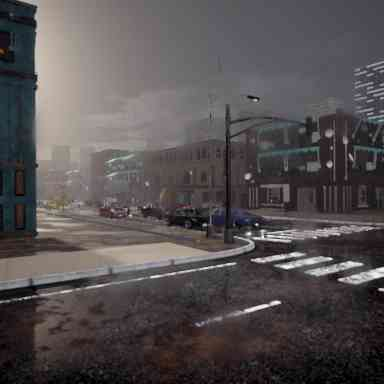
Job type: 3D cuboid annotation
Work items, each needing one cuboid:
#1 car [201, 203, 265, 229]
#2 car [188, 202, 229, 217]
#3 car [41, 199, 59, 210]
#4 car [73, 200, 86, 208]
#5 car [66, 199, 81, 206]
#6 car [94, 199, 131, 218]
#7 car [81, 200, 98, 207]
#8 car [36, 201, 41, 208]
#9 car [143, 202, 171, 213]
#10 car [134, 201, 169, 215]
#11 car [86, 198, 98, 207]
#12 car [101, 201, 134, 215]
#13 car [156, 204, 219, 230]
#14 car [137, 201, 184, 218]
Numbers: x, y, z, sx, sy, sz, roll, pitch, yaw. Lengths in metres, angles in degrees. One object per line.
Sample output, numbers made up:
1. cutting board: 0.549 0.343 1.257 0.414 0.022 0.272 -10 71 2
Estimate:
1. car: 2.746 1.779 23.954 2.033 1.411 5.357 -1 0 -34
2. car: 1.684 1.850 35.483 2.008 1.369 4.403 -1 0 -35
3. car: -24.269 2.257 57.580 1.752 1.417 4.829 -1 0 -35
4. car: -22.377 2.262 64.941 1.812 1.442 4.674 -1 -1 -35
5. car: -27.141 2.404 76.113 1.947 1.339 4.313 -1 0 -35
6. car: -8.355 1.871 35.147 1.967 1.590 4.097 -1 0 -35
7. car: -20.736 2.267 67.084 1.887 1.381 4.507 -1 0 -35
8. car: -30.773 2.400 66.748 2.008 1.369 4.403 -1 0 -35
9. car: -4.720 2.006 44.512 1.802 1.307 4.206 -1 0 -35
10. car: -5.023 1.902 40.469 2.128 1.511 4.902 -1 0 -35
11. car: -17.538 1.980 62.569 2.192 1.841 5.009 -1 0 -35
12. car: -9.228 1.959 40.887 2.128 1.511 4.902 -1 0 -35
13. car: -0.422 1.839 23.759 1.947 1.339 4.313 -1 0 -35
14. car: -3.231 1.842 32.419 2.128 1.511 4.902 -1 0 -35
